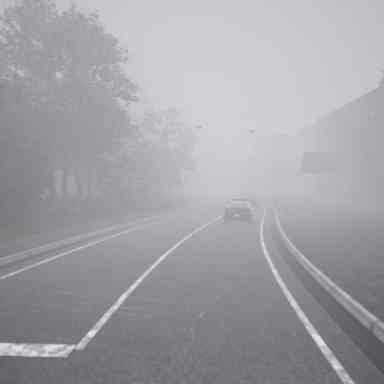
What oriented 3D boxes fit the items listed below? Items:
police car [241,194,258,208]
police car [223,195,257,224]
[{"bbox_3d":[7.222,1.125,42.083,2.038,1.542,4.974,1,1,9],"label":"police car"},{"bbox_3d":[3.444,1.304,23.894,1.930,1.638,5.238,1,1,13],"label":"police car"}]
